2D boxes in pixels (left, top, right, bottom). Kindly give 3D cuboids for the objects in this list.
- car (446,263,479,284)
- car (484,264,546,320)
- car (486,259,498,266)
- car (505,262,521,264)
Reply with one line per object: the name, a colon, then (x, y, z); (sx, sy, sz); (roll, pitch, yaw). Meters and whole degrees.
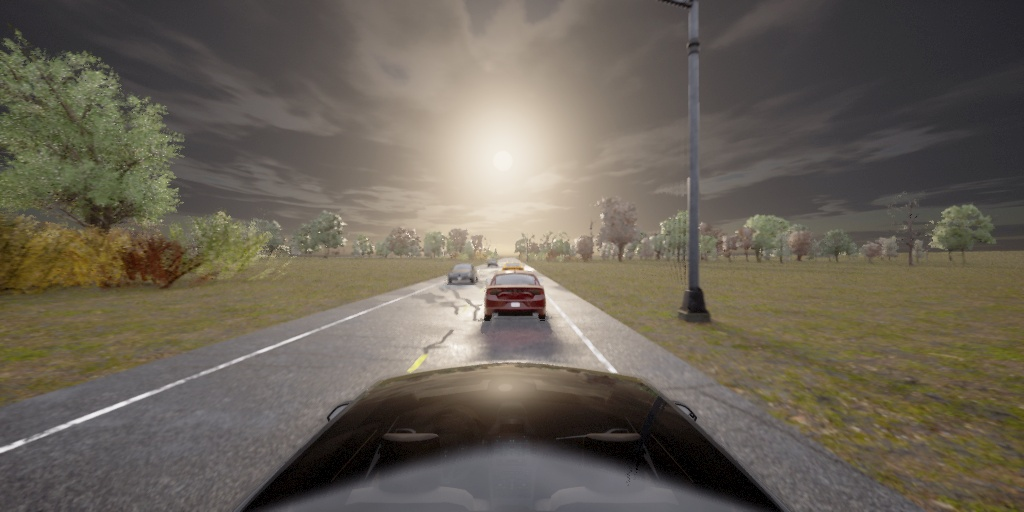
car: (-3.606, 1.278, 26.956); (1.812, 1.442, 4.674); (0, 0, 0)
car: (0.097, 1.229, 12.634); (1.882, 1.535, 5.008); (0, 0, 0)
car: (-3.542, 1.257, 65.238); (1.837, 1.490, 4.892); (0, 0, 1)
car: (0.091, 1.231, 31.024); (1.882, 1.535, 5.008); (0, 0, 0)
